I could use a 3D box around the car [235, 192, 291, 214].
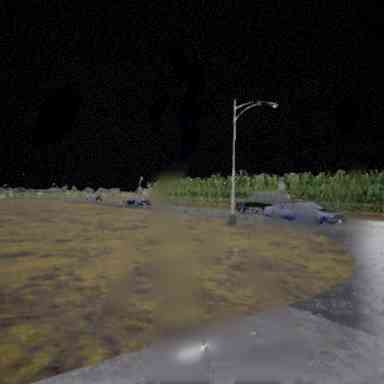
[{"bbox_3d":[6.315,1.011,29.510,2.150,2.045,5.566,1,0,-35],"label":"car"}]

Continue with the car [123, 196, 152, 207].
[{"bbox_3d":[-6.897,1.210,41.780,1.895,1.301,4.718,1,0,-35],"label":"car"}]

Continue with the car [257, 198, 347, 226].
[{"bbox_3d":[7.197,1.324,21.835,2.033,1.411,5.357,1,0,-36],"label":"car"}]
